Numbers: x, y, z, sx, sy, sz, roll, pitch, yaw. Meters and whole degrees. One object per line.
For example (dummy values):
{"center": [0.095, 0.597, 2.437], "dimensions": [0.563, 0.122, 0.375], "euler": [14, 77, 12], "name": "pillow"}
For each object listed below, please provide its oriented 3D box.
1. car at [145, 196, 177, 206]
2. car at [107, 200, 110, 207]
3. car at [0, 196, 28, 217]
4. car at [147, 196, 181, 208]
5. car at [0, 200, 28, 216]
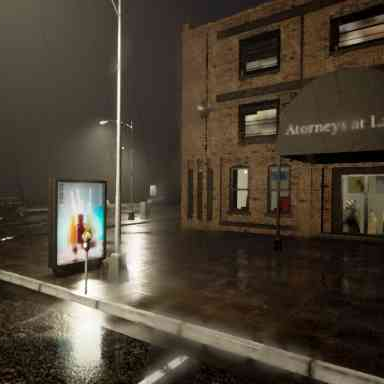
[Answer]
{"center": [-4.456, 1.294, 48.587], "dimensions": [1.895, 1.301, 4.718], "euler": [1, 1, 36], "name": "car"}
{"center": [-11.714, 1.292, 38.636], "dimensions": [1.812, 1.442, 4.674], "euler": [1, 1, 36], "name": "car"}
{"center": [-16.006, 1.232, 27.136], "dimensions": [2.097, 1.767, 4.553], "euler": [1, 1, 35], "name": "car"}
{"center": [-3.684, 1.300, 44.140], "dimensions": [2.033, 1.411, 5.357], "euler": [1, 1, 36], "name": "car"}
{"center": [-17.745, 1.429, 30.348], "dimensions": [1.895, 1.301, 4.718], "euler": [1, 1, 33], "name": "car"}
